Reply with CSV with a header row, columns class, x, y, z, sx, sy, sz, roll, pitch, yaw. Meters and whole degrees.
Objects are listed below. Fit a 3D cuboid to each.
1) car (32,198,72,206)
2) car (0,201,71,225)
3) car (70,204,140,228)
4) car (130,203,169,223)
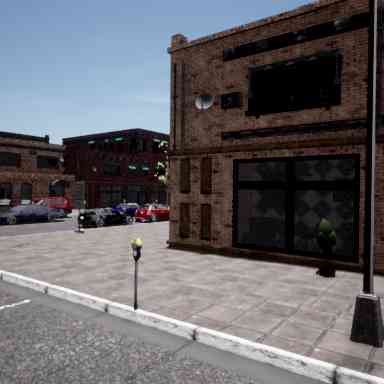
class,x,y,z,sx,sy,sz,roll,pitch,yaw
car,-12.967,1.415,29.127,2.192,1.841,5.009,0,0,36
car,-12.464,1.662,25.474,2.033,1.411,5.357,1,0,37
car,-6.212,1.797,24.172,1.947,1.339,4.313,0,0,36
car,-2.930,1.724,28.647,1.967,1.590,4.097,0,0,36
